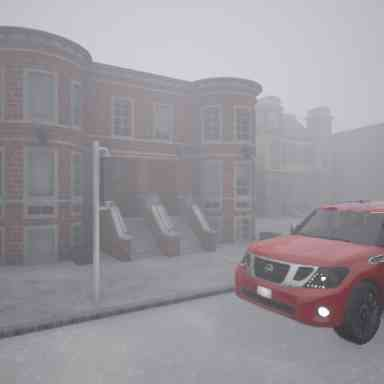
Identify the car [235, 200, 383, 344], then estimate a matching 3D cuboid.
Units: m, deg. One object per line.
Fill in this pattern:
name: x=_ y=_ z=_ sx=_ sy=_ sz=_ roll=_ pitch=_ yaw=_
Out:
car: x=3.494 y=1.220 z=6.718 sx=5.566 sy=2.045 sz=2.150 roll=0 pitch=0 yaw=-32
